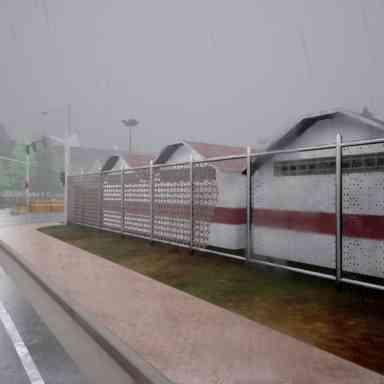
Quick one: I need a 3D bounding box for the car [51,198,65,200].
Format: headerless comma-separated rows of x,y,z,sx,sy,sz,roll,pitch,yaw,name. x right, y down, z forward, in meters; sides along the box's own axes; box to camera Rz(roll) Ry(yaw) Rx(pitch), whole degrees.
-17.132,1.505,42.327,4.892,1.490,1.837,0,0,-38,car
